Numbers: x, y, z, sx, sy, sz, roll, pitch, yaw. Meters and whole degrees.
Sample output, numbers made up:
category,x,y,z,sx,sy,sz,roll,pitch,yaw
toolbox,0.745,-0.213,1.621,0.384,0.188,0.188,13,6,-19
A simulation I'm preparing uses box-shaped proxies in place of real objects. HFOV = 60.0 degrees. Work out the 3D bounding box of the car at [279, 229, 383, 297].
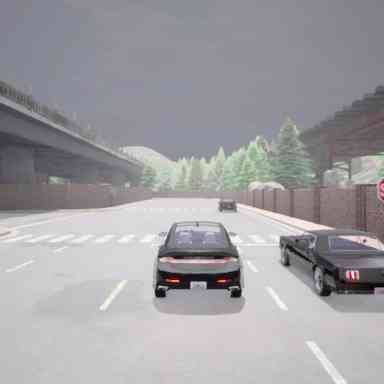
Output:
category,x,y,z,sx,sy,sz,roll,pitch,yaw
car,3.647,1.600,8.542,1.895,1.301,4.718,0,0,1

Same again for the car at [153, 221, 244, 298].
category,x,y,z,sx,sy,sz,roll,pitch,yaw
car,0.144,1.491,8.499,2.128,1.511,4.902,0,0,1

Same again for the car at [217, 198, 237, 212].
category,x,y,z,sx,sy,sz,roll,pitch,yaw
car,4.054,1.475,39.021,1.882,1.535,5.008,0,0,0
